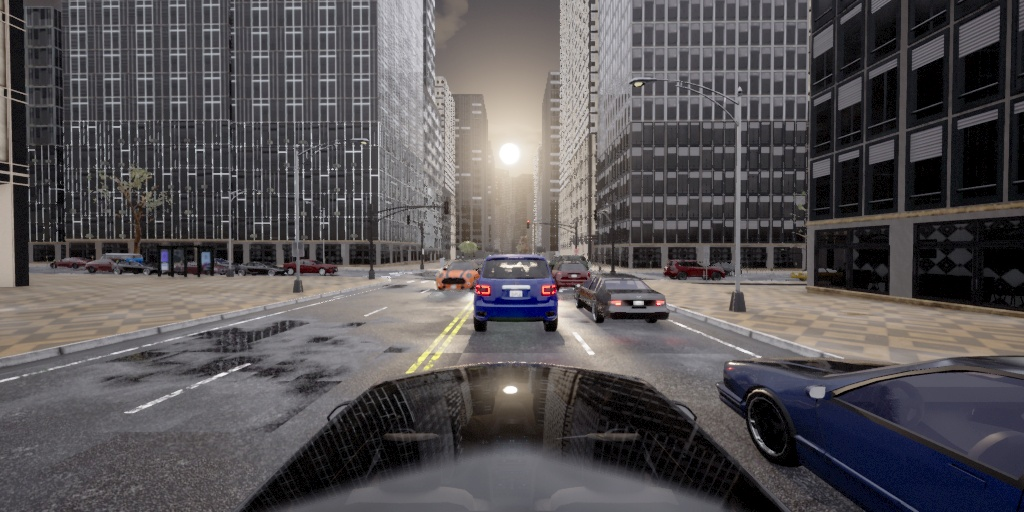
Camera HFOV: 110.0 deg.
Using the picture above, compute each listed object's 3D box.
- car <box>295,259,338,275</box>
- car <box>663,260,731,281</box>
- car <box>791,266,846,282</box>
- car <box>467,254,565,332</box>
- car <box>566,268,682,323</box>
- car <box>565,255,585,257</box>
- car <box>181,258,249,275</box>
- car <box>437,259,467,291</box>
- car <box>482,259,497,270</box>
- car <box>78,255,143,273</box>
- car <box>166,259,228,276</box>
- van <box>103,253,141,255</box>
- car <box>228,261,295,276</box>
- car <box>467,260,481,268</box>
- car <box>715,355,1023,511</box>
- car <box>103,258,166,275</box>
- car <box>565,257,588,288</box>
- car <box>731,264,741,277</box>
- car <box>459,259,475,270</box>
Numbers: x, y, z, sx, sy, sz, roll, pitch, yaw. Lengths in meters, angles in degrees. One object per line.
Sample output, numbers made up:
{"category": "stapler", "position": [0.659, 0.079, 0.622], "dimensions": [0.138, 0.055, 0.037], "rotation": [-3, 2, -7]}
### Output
{"category": "car", "position": [-19.766, 1.068, 35.252], "dimensions": [5.008, 1.535, 1.882], "rotation": [1, 1, 0]}
{"category": "car", "position": [16.193, 1.268, 32.075], "dimensions": [5.009, 1.841, 2.192], "rotation": [0, 0, 1]}
{"category": "car", "position": [27.641, 1.578, 31.878], "dimensions": [4.829, 1.417, 1.751], "rotation": [0, 0, 1]}
{"category": "car", "position": [0.097, 0.967, 11.014], "dimensions": [2.150, 2.045, 5.566], "rotation": [0, 0, 0]}
{"category": "car", "position": [3.350, 1.293, 12.017], "dimensions": [2.033, 1.411, 5.357], "rotation": [0, 0, 0]}
{"category": "car", "position": [5.758, 0.956, 40.299], "dimensions": [5.566, 2.045, 2.150], "rotation": [1, 3, 37]}
{"category": "car", "position": [-29.269, 0.995, 35.446], "dimensions": [4.902, 1.511, 2.128], "rotation": [1, 1, 1]}
{"category": "car", "position": [-3.017, 1.091, 21.686], "dimensions": [2.097, 1.767, 4.553], "rotation": [0, 0, 4]}
{"category": "car", "position": [-3.336, 1.191, 53.372], "dimensions": [1.882, 1.535, 5.008], "rotation": [0, 0, 0]}
{"category": "car", "position": [-39.541, 0.936, 35.659], "dimensions": [4.674, 1.442, 1.812], "rotation": [1, 1, 1]}
{"category": "car", "position": [-28.416, 1.137, 32.737], "dimensions": [4.207, 1.307, 1.802], "rotation": [0, 0, 1]}
{"category": "van", "position": [-45.288, 0.604, 41.571], "dimensions": [3.998, 1.789, 1.690], "rotation": [0, 0, 1]}
{"category": "car", "position": [-22.732, 1.173, 32.604], "dimensions": [4.313, 1.339, 1.948], "rotation": [0, 0, 1]}
{"category": "car", "position": [-6.571, 1.304, 62.784], "dimensions": [1.895, 1.301, 4.718], "rotation": [0, 0, 0]}
{"category": "car", "position": [3.350, 1.297, 1.837], "dimensions": [2.033, 1.411, 5.357], "rotation": [0, 0, 1]}
{"category": "car", "position": [-34.097, 1.068, 32.911], "dimensions": [4.313, 1.339, 1.948], "rotation": [0, 0, 1]}
{"category": "car", "position": [3.349, 1.092, 21.424], "dimensions": [2.097, 1.767, 4.553], "rotation": [0, 0, 0]}
{"category": "car", "position": [21.378, 1.411, 37.765], "dimensions": [4.892, 1.490, 1.837], "rotation": [1, 1, 1]}
{"category": "car", "position": [-6.602, 1.220, 52.481], "dimensions": [1.837, 1.490, 4.892], "rotation": [0, 0, -1]}
